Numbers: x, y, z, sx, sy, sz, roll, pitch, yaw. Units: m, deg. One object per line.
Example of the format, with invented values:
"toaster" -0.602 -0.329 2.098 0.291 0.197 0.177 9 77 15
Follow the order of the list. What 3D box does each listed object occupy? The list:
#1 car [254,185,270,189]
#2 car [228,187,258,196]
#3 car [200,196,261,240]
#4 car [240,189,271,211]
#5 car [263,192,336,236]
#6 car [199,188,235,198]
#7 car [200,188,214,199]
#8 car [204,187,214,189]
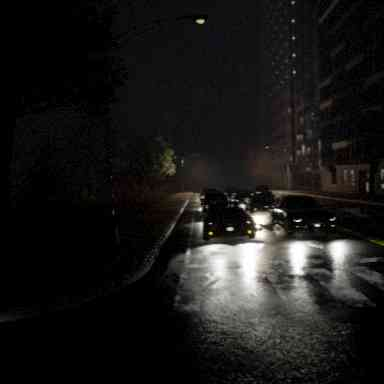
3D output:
"car" 8.660 -0.153 42.293 2.097 1.767 4.553 -2 2 1
"car" 5.070 0.437 33.694 1.994 1.385 4.181 -2 2 1
"car" 1.440 1.123 14.211 1.994 1.385 4.181 -2 2 1
"car" 4.874 0.726 23.653 1.994 1.385 4.181 -2 2 1
"car" 4.697 0.923 14.770 1.837 1.490 4.892 -2 2 1
"car" 1.610 0.778 23.147 1.882 1.535 5.008 -2 2 1
"car" 2.207 0.184 49.139 1.895 1.301 4.718 -2 2 1
"car" 1.801 0.364 33.164 2.097 1.767 4.553 -2 2 1
